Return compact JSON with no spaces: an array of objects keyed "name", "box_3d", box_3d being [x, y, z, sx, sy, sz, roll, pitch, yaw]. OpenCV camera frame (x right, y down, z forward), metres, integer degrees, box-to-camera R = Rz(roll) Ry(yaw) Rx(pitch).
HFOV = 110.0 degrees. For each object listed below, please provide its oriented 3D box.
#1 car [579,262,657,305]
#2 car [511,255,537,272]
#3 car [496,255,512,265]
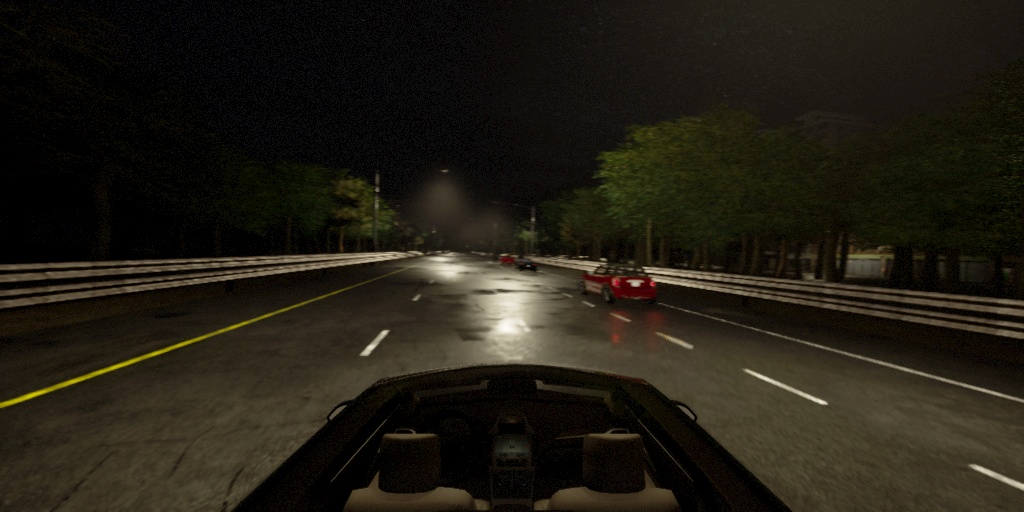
[{"name":"car","box_3d":[4.700,1.128,16.599,2.097,1.767,4.553,2,1,-8]},{"name":"car","box_3d":[1.432,0.966,39.399,1.994,1.385,4.181,2,1,-8]},{"name":"car","box_3d":[-0.828,0.620,55.220,1.882,1.535,5.008,2,1,-8]}]
